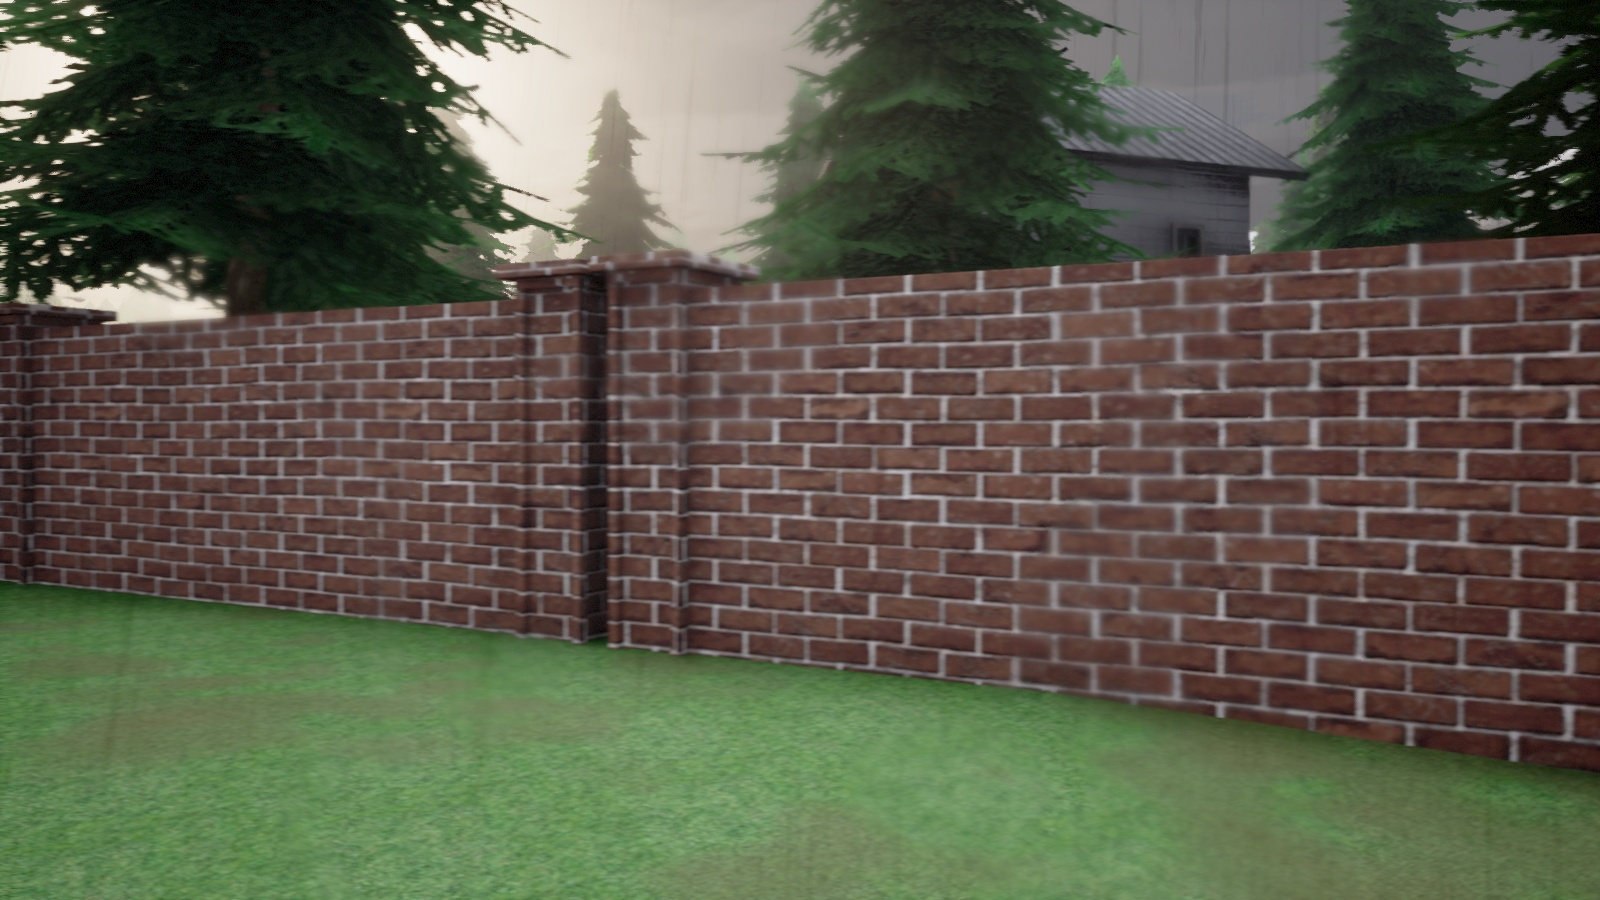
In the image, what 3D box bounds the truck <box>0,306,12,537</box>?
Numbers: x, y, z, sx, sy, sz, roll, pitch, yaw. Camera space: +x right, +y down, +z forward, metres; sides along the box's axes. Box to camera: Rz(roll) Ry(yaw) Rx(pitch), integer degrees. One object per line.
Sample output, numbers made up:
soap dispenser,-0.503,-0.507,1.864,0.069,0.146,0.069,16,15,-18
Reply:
truck,-12.103,-0.378,15.190,2.891,3.462,7.936,-2,1,-22
